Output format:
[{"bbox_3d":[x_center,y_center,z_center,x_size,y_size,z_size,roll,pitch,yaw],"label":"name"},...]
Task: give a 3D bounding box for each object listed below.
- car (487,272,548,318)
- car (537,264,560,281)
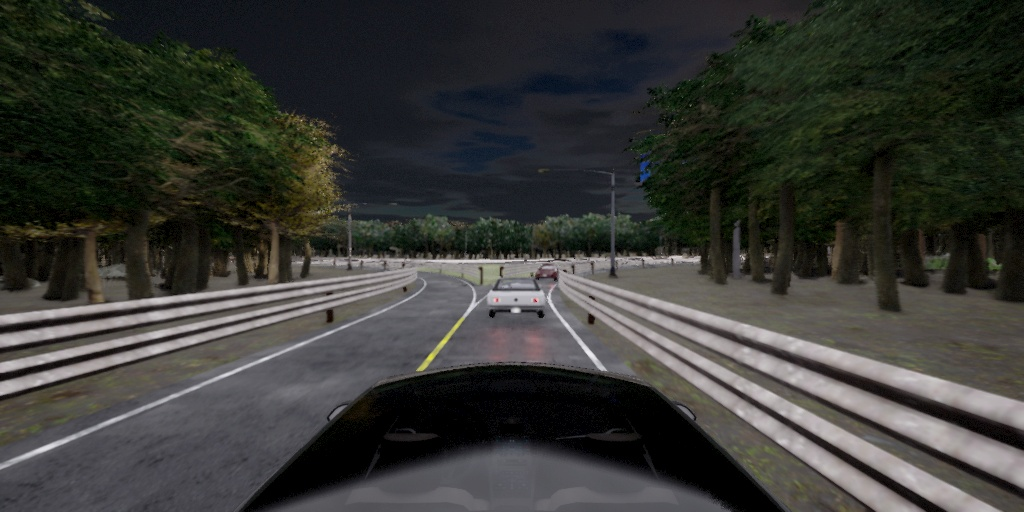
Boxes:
[{"bbox_3d":[0.201,1.437,13.489,1.895,1.301,4.718,0,0,2],"label":"car"},{"bbox_3d":[3.389,1.444,32.316,1.812,1.442,4.674,0,0,16],"label":"car"}]
